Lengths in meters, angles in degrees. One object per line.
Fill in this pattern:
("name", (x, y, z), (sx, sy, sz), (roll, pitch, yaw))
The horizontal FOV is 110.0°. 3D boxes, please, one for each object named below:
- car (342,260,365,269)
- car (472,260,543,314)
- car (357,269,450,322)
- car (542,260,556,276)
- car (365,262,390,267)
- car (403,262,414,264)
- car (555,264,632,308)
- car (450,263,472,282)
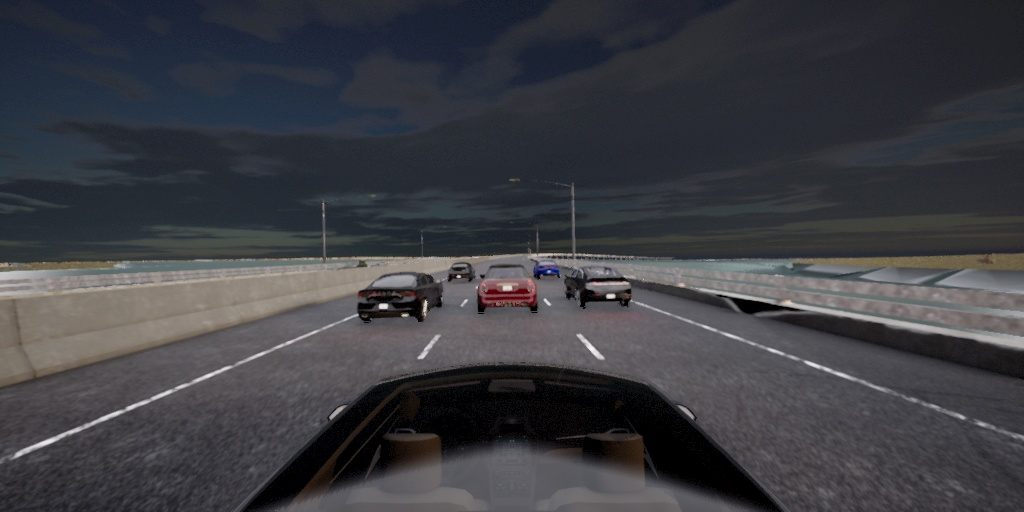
("car", (-22.042, 1.400, 50.520), (2.097, 1.767, 4.553), (-1, 0, 0))
("car", (-0.192, 1.075, 14.008), (2.097, 1.767, 4.553), (-1, 0, -1))
("car", (-3.662, 1.272, 12.614), (1.882, 1.535, 5.008), (-1, 0, -1))
("car", (2.928, 1.096, 31.119), (1.882, 1.535, 5.008), (-1, 0, -1))
("car", (-18.544, 1.580, 50.679), (1.895, 1.301, 4.718), (-1, 0, 0))
("car", (-15.052, 1.510, 51.707), (1.895, 1.301, 4.718), (-1, 0, 0))
("car", (3.300, 1.147, 14.576), (2.128, 1.511, 4.902), (-1, 0, -1))
("car", (-4.046, 1.265, 29.445), (1.837, 1.490, 4.892), (-1, 1, -1))
